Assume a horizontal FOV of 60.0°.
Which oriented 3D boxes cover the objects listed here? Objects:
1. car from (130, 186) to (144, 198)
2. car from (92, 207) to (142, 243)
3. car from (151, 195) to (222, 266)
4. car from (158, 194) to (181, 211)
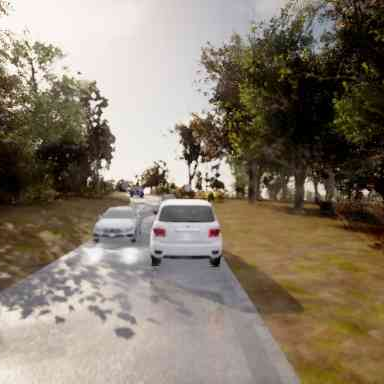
[{"bbox_3d":[-9.555,-0.053,57.736,2.150,2.045,5.566,2,1,-13],"label":"car"},{"bbox_3d":[-3.427,1.462,15.991,1.812,1.442,4.674,1,1,-4],"label":"car"},{"bbox_3d":[-0.252,1.263,11.971,2.150,2.045,5.566,1,1,-3],"label":"car"},{"bbox_3d":[-2.452,1.030,35.472,2.033,1.411,5.357,1,2,-8],"label":"car"}]
